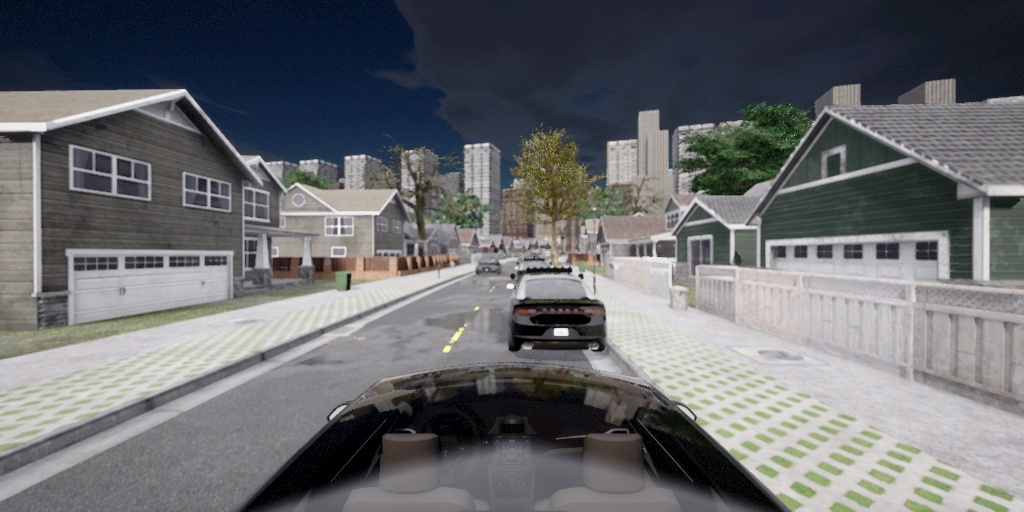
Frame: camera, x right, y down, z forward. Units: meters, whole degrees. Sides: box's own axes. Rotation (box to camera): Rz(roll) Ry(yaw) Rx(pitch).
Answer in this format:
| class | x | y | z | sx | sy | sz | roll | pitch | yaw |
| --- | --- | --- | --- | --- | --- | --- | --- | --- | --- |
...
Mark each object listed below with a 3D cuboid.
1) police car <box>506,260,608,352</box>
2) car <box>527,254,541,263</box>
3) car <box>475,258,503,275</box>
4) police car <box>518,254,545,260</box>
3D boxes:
| class | x | y | z | sx | sy | sz | roll | pitch | yaw |
| --- | --- | --- | --- | --- | --- | --- | --- | --- | --- |
| police car | 0.891 | 1.067 | 8.754 | 1.930 | 1.638 | 5.238 | 0 | 1 | 1 |
| car | 3.850 | 0.345 | 62.514 | 2.128 | 1.511 | 4.902 | 0 | 1 | 8 |
| car | -1.893 | 0.883 | 30.478 | 1.994 | 1.385 | 4.181 | 0 | 1 | 4 |
| police car | 1.166 | 0.917 | 18.706 | 1.930 | 1.638 | 5.238 | 0 | 1 | 2 |
